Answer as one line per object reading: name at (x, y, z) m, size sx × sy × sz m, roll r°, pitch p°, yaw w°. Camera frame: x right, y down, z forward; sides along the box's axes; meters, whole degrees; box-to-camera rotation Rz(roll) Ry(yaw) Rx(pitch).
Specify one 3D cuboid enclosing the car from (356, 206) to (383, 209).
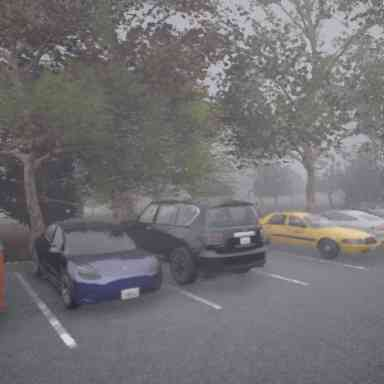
car at (6.464, 1.498, 14.654) m, size 2.002 × 1.452 × 4.674 m, roll 0°, pitch 0°, yaw -35°

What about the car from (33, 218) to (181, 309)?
car at (-2.546, 1.504, 8.207) m, size 2.163 × 1.488 × 4.792 m, roll 0°, pitch 0°, yaw -35°

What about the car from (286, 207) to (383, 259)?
car at (4.313, 1.459, 12.898) m, size 1.946 × 1.575 × 5.366 m, roll 0°, pitch 0°, yaw -35°

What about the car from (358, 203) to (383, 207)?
car at (8.736, 1.483, 16.239) m, size 2.163 × 1.488 × 4.792 m, roll 0°, pitch 0°, yaw -35°

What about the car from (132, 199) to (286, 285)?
car at (-0.324, 1.219, 9.860) m, size 2.435 × 2.045 × 5.566 m, roll 0°, pitch 0°, yaw -35°

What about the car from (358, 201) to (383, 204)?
car at (10.855, 1.324, 17.823) m, size 2.185 × 1.767 × 4.553 m, roll 0°, pitch 0°, yaw -35°

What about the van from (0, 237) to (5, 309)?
van at (-4.989, 1.255, 6.646) m, size 1.878 × 1.987 × 4.442 m, roll 0°, pitch 0°, yaw -35°
